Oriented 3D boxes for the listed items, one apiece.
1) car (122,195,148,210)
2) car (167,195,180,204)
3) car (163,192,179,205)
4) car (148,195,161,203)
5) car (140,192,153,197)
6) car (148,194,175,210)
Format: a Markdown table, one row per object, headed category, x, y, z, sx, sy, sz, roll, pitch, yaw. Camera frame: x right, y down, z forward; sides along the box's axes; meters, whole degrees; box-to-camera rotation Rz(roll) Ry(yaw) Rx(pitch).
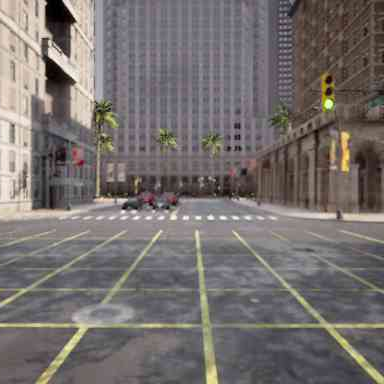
| category | x | y | z | sx | sy | sz | roll | pitch | yaw |
| --- | --- | --- | --- | --- | --- | --- | --- | --- | --- |
| car | -7.094 | 1.387 | 40.317 | 2.033 | 1.411 | 5.357 | 0 | 0 | 0 |
| car | -3.351 | 1.252 | 60.580 | 2.128 | 1.511 | 4.902 | 0 | 0 | 1 |
| car | -3.497 | 1.023 | 50.169 | 2.150 | 2.045 | 5.566 | 0 | 0 | 1 |
| car | -6.847 | 1.263 | 61.030 | 1.837 | 1.490 | 4.892 | 0 | 0 | 1 |
| car | -6.986 | 1.021 | 50.568 | 2.150 | 2.045 | 5.566 | 0 | 0 | 1 |
| car | -3.589 | 1.333 | 40.024 | 2.128 | 1.511 | 4.902 | 0 | 0 | 0 |
